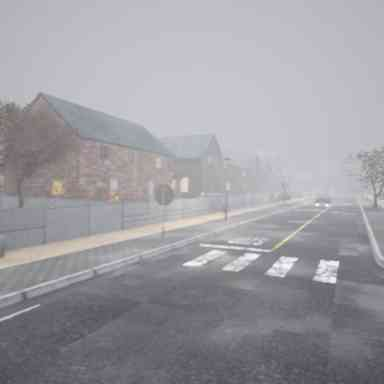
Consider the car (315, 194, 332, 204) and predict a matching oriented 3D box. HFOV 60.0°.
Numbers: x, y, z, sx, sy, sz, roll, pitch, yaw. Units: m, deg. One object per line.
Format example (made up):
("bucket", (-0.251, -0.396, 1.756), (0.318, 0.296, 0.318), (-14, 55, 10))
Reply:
("car", (19.209, 0.942, 48.397), (1.994, 1.385, 4.181), (1, 1, 26))
